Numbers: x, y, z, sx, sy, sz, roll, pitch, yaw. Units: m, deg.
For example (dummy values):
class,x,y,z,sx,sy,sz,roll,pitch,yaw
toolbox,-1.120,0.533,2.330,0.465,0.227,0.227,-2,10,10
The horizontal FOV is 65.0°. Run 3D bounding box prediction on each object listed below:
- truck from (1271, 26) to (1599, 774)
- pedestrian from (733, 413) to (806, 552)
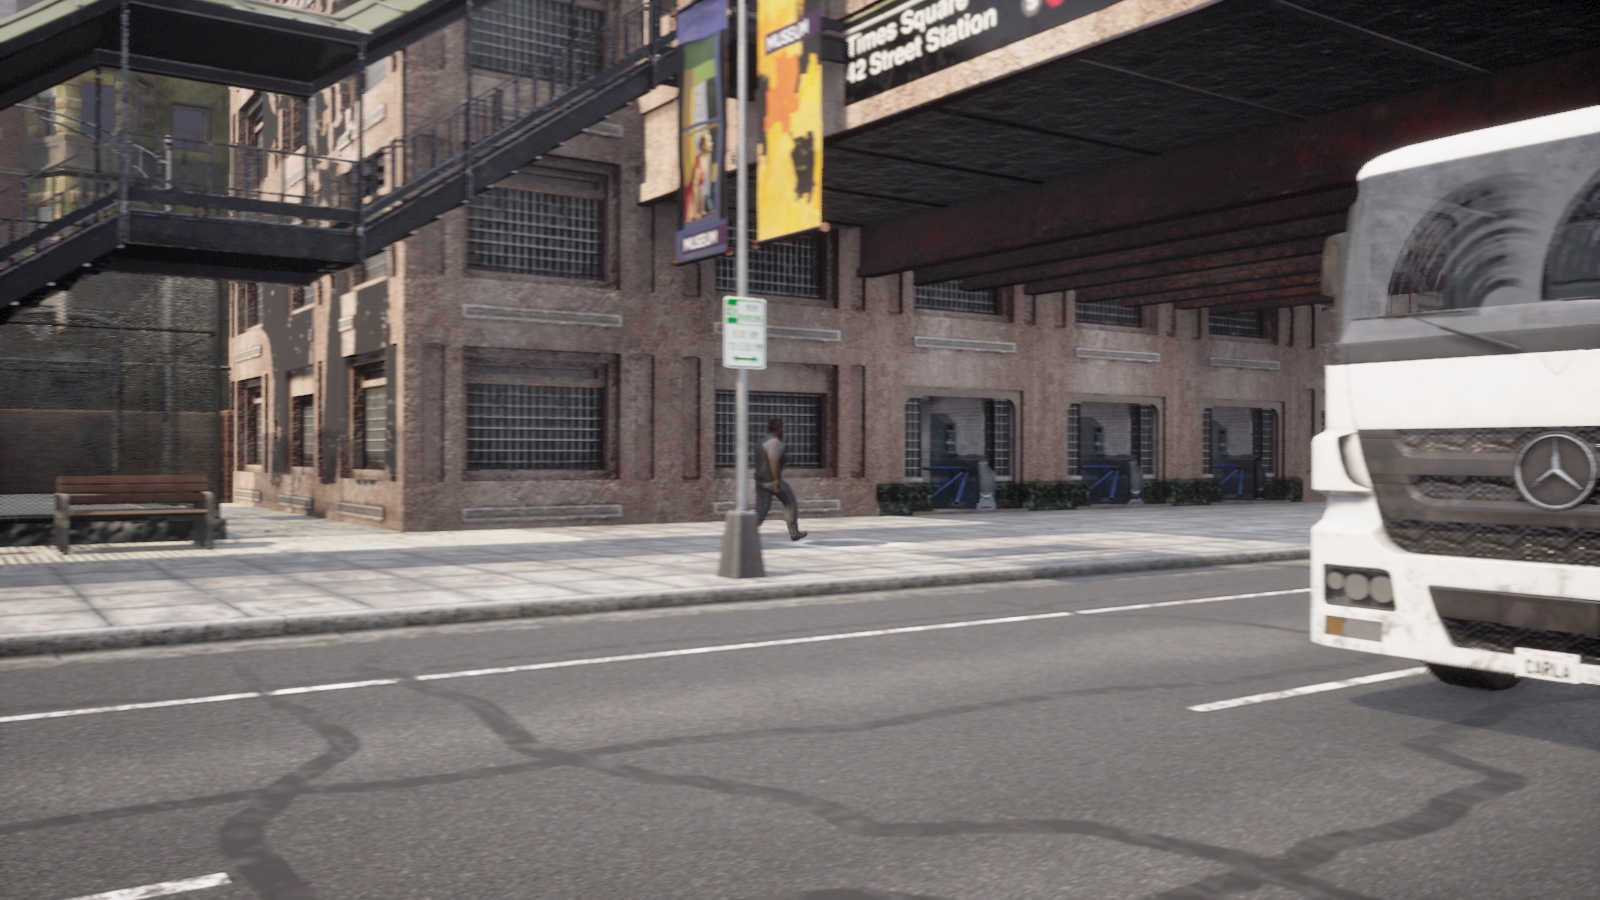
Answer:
class,x,y,z,sx,sy,sz,roll,pitch,yaw
truck,6.828,-0.231,8.280,7.936,3.462,2.891,0,0,-34
pedestrian,-0.422,0.444,17.466,0.849,1.883,0.563,0,0,-32
